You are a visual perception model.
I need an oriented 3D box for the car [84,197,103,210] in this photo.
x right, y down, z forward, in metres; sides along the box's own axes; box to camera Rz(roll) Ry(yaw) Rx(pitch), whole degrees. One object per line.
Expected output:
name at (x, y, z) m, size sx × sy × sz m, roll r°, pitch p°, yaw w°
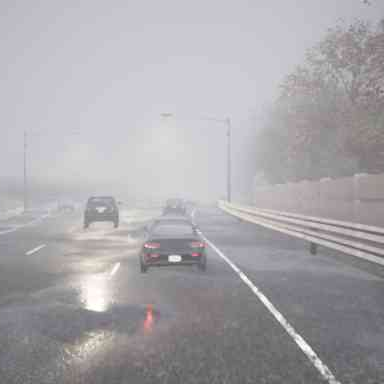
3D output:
car at (-13.086, 1.517, 43.913) m, size 1.882 × 1.535 × 5.008 m, roll 0°, pitch 0°, yaw -23°

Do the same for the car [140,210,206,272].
car at (-0.667, 1.526, 10.744) m, size 1.812 × 1.442 × 4.674 m, roll 0°, pitch 0°, yaw -6°

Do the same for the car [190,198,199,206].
car at (0.040, 1.588, 53.821) m, size 1.895 × 1.301 × 4.718 m, roll 0°, pitch 0°, yaw 8°

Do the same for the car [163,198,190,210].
car at (-1.586, 1.351, 32.220) m, size 2.097 × 1.767 × 4.553 m, roll 0°, pitch 0°, yaw 0°

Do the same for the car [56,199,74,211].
car at (-16.220, 1.599, 42.527) m, size 2.033 × 1.411 × 5.357 m, roll 0°, pitch 0°, yaw -24°

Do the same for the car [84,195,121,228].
car at (-6.133, 1.240, 22.895) m, size 2.150 × 2.045 × 5.566 m, roll 0°, pitch 0°, yaw -12°

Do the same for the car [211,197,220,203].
car at (6.220, 2.285, 90.527) m, size 1.837 × 1.490 × 4.892 m, roll 0°, pitch -3°, yaw 11°
